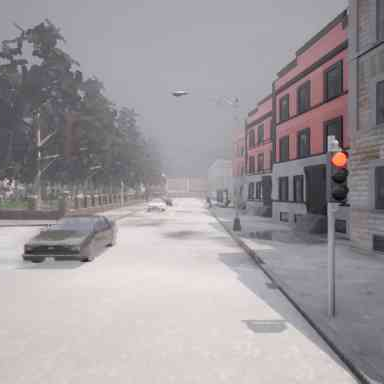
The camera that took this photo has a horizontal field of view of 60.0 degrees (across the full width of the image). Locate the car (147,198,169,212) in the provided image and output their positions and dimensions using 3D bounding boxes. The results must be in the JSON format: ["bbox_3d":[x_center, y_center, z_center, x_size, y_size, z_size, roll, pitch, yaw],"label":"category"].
[{"bbox_3d":[-4.051,1.526,38.957,1.812,1.442,4.674,0,0,0],"label":"car"}]

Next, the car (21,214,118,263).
[{"bbox_3d":[-4.089,1.547,12.222,2.033,1.411,5.357,0,0,0],"label":"car"}]

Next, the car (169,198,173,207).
[{"bbox_3d":[-4.045,1.600,52.611,1.895,1.301,4.718,0,0,0],"label":"car"}]
